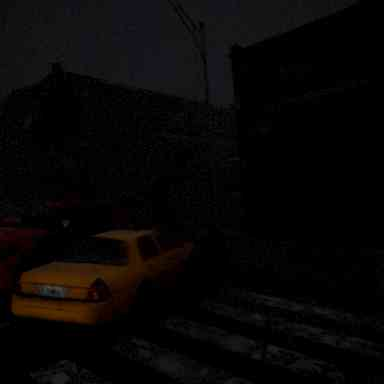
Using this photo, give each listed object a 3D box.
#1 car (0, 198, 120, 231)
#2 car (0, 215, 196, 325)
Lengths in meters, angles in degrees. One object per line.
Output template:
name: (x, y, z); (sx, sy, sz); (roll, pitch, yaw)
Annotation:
car: (-3.815, 1.209, 8.927); (2.435, 2.045, 5.566); (1, 0, 16)
car: (-1.320, 1.462, 7.342); (1.946, 1.575, 5.366); (0, -1, 16)
